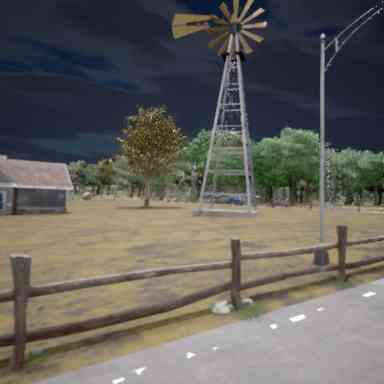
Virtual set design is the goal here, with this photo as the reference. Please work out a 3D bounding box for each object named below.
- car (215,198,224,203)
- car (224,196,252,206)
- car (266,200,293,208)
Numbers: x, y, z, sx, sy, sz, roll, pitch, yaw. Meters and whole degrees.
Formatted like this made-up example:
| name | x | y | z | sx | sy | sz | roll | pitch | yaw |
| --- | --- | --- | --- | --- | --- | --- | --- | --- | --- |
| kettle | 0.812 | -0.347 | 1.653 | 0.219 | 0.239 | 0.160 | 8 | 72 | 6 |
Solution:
| name | x | y | z | sx | sy | sz | roll | pitch | yaw |
| --- | --- | --- | --- | --- | --- | --- | --- | --- | --- |
| car | 7.126 | 2.017 | 75.503 | 2.128 | 1.511 | 4.902 | 3 | -1 | -36 |
| car | 9.606 | 1.779 | 67.308 | 2.150 | 2.045 | 5.566 | 3 | -2 | -35 |
| car | 16.323 | 2.257 | 62.617 | 2.033 | 1.411 | 5.357 | 3 | -2 | -36 |
